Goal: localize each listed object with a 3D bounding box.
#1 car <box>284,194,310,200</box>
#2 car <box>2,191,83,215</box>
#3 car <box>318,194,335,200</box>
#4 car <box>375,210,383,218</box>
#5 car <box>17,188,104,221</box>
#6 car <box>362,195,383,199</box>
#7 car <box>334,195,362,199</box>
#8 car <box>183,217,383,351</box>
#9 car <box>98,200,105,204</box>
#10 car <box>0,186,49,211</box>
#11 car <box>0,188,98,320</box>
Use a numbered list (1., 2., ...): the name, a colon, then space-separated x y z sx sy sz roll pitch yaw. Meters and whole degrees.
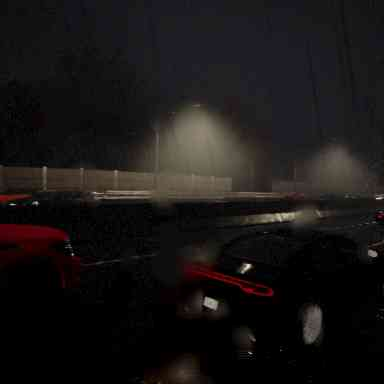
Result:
1. car: 16.503 0.947 52.348 4.718 1.301 1.895 0 2 -42
2. car: -10.414 0.725 23.462 4.892 1.490 1.837 0 2 -42
3. car: 21.551 1.013 52.165 4.674 1.442 1.812 0 2 -41
4. car: 13.538 1.509 21.219 4.718 1.301 1.895 0 2 -42
5. car: -8.124 0.688 20.811 4.553 1.767 2.097 0 2 -42
6. car: 26.663 1.216 47.358 4.902 1.511 2.128 1 2 -42
7. car: 23.748 1.150 49.437 5.357 1.411 2.033 1 2 -41
8. car: 2.106 1.391 6.222 5.008 1.535 1.882 0 2 -42
9. car: -6.068 1.052 17.969 4.718 1.301 1.895 0 2 -42
10. car: -13.624 0.449 25.274 4.553 1.767 2.097 0 2 -42
11. car: -4.553 0.984 4.926 5.566 2.045 2.150 0 2 -42
